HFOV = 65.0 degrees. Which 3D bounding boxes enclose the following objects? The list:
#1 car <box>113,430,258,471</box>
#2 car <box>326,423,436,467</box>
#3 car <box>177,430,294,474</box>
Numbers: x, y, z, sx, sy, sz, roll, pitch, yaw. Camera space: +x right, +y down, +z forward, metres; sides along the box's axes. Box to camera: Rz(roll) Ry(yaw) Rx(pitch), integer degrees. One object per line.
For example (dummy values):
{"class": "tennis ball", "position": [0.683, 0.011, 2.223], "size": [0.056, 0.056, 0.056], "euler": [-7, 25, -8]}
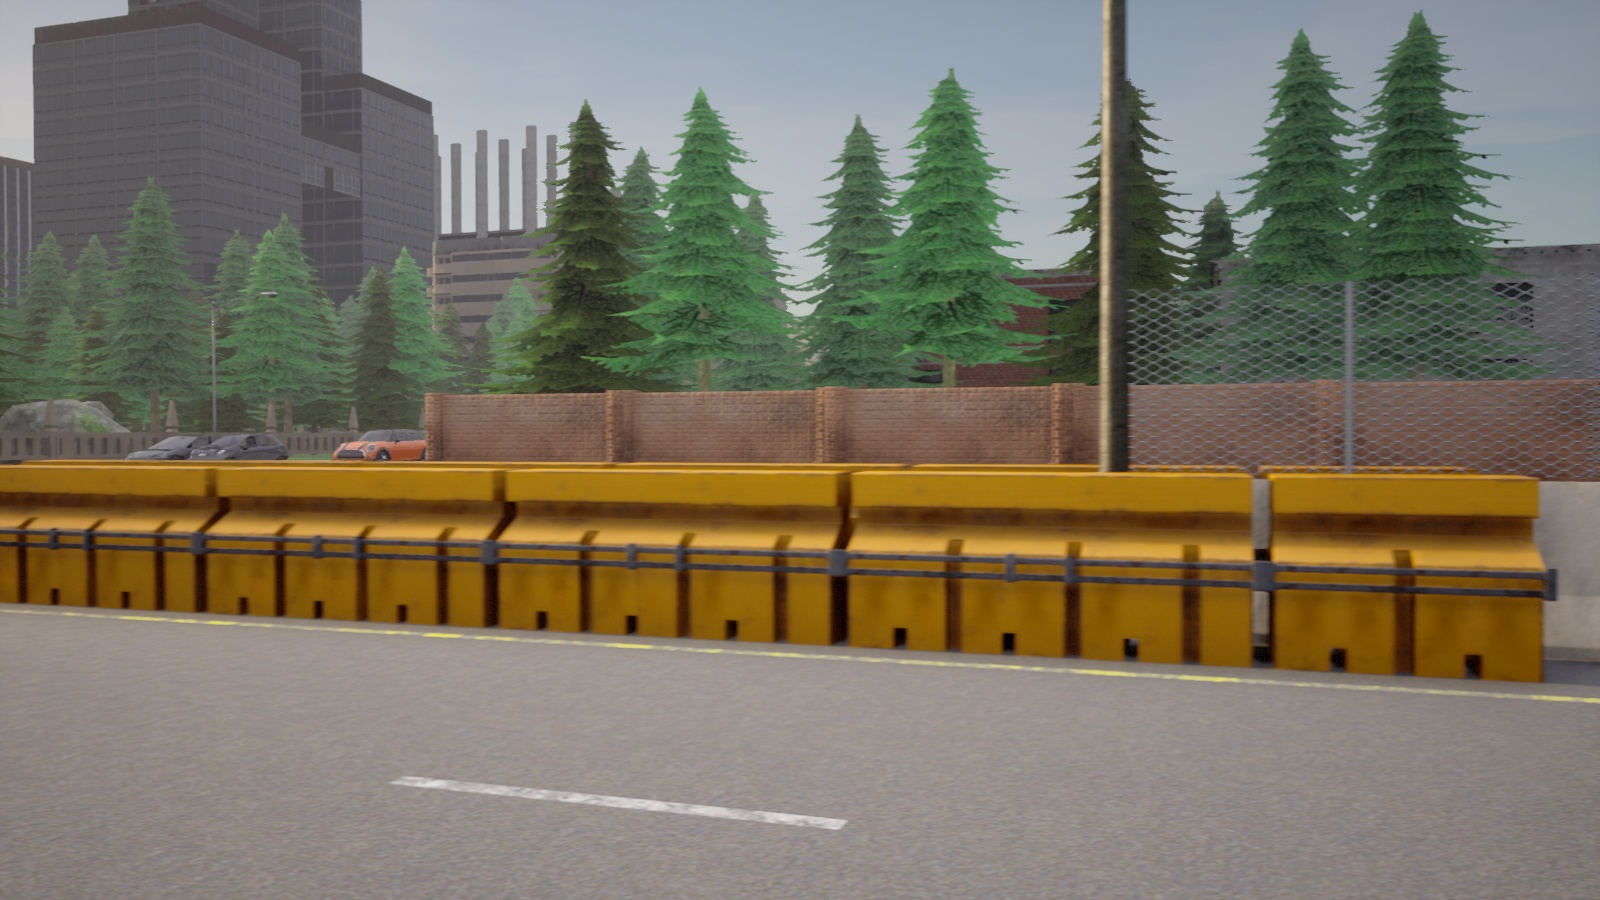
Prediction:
{"class": "car", "position": [-23.077, -0.020, 47.407], "size": [2.163, 1.488, 4.792], "euler": [1, 1, 18]}
{"class": "car", "position": [-17.570, -0.228, 52.895], "size": [2.097, 1.767, 4.553], "euler": [1, 1, 18]}
{"class": "car", "position": [-20.177, 0.043, 45.032], "size": [1.845, 1.501, 3.633], "euler": [1, 1, 18]}
